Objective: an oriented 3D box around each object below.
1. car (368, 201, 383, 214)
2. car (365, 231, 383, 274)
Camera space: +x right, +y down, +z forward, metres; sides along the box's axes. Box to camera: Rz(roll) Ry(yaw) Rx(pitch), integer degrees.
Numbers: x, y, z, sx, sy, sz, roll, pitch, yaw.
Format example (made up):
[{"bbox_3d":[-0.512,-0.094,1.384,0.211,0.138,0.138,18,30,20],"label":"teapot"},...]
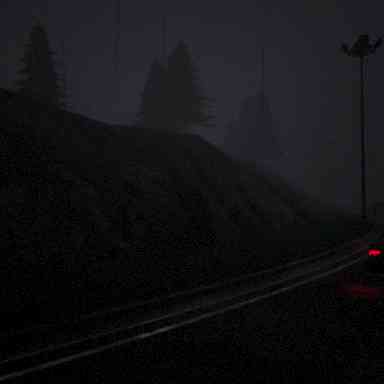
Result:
[{"bbox_3d":[23.350,1.908,41.581,1.837,1.490,4.892,0,-1,20],"label":"car"},{"bbox_3d":[6.803,1.641,10.125,2.033,1.411,5.357,-1,-1,40],"label":"car"}]
